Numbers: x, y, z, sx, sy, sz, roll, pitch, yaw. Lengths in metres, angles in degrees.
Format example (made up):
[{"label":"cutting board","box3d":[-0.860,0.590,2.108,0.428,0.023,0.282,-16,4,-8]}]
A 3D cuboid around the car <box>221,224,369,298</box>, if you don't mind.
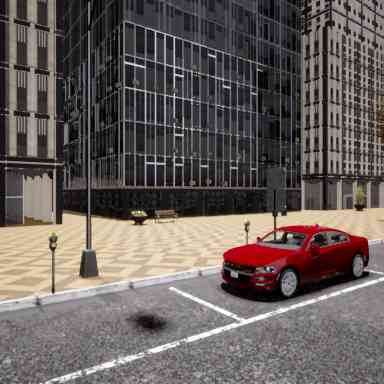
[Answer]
[{"label":"car","box3d":[2.749,1.545,8.502,4.507,1.381,1.887,0,0,-35]}]
